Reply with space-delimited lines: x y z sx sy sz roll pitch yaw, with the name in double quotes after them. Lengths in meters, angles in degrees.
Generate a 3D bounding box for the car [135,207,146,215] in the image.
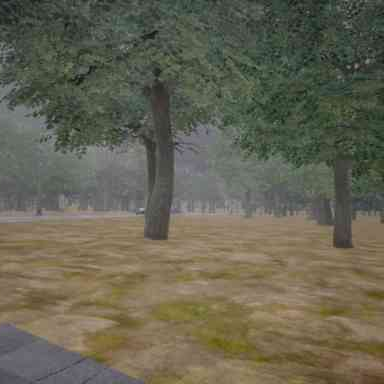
-8.510 3.564 61.203 1.812 1.442 4.674 0 -3 29 "car"

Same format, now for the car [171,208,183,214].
-3.874 3.968 69.944 2.033 1.411 5.357 0 -3 28 "car"
